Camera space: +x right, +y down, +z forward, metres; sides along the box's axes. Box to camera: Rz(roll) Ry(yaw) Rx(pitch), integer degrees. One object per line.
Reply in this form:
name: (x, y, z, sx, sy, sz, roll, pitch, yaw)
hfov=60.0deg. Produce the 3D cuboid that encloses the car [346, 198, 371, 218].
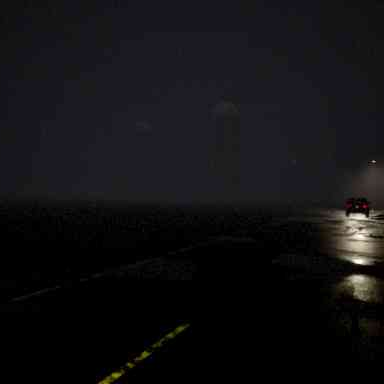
car: (17.926, 1.610, 35.965, 2.150, 2.045, 5.566, 2, 0, 28)

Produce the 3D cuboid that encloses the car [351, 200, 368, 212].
car: (24.419, 2.038, 48.389, 2.128, 1.511, 4.902, 2, 0, 28)
